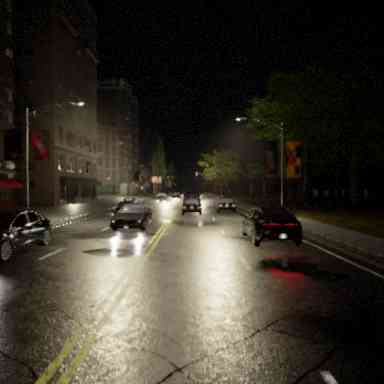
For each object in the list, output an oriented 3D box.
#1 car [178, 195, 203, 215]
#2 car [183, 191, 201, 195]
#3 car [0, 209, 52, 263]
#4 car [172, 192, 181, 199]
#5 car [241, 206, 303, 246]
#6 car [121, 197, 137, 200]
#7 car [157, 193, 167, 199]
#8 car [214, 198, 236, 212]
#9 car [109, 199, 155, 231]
[{"bbox_3d":[-0.010,1.289,30.077,2.033,1.411,5.357,0,1,0],"label":"car"},{"bbox_3d":[0.014,0.843,43.730,2.150,2.045,5.566,0,1,1],"label":"car"},{"bbox_3d":[-6.595,1.409,11.690,1.837,1.490,4.892,0,0,0],"label":"car"},{"bbox_3d":[-3.276,0.732,71.502,2.033,1.411,5.357,0,1,0],"label":"car"},{"bbox_3d":[3.344,1.375,14.610,1.837,1.490,4.892,0,0,0],"label":"car"},{"bbox_3d":[-6.514,1.253,34.547,2.033,1.411,5.357,0,0,0],"label":"car"},{"bbox_3d":[-6.526,0.790,71.472,1.895,1.301,4.718,0,1,0],"label":"car"},{"bbox_3d":[3.268,1.258,33.345,2.033,1.411,5.357,0,1,1],"label":"car"},{"bbox_3d":[-3.324,1.383,19.481,2.033,1.411,5.357,0,0,0],"label":"car"}]
